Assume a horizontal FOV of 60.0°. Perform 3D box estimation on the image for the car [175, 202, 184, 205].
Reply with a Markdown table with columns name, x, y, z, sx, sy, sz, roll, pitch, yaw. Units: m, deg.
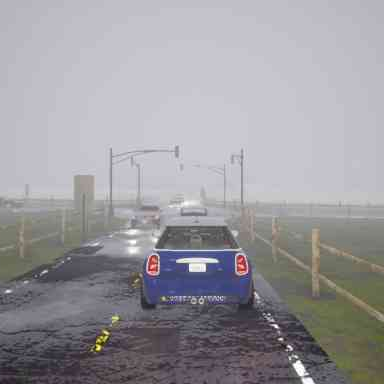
| name | x | y | z | sx | sy | sz | roll | pitch | yaw |
| --- | --- | --- | --- | --- | --- | --- | --- | --- | --- |
| car | 0.092 | 1.508 | 17.155 | 1.837 | 1.490 | 4.892 | 0 | 0 | 0 |

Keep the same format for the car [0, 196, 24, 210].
| name | x | y | z | sx | sy | sz | roll | pitch | yaw |
| --- | --- | --- | --- | --- | --- | --- | --- | --- | --- |
| car | -21.052 | 1.112 | 36.272 | 5.008 | 1.535 | 1.882 | 1 | 0 | 0 |

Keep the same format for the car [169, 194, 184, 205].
| name | x | y | z | sx | sy | sz | roll | pitch | yaw |
| --- | --- | --- | --- | --- | --- | --- | --- | --- | --- |
| car | -2.851 | 1.580 | 58.577 | 1.994 | 1.385 | 4.181 | 0 | 0 | 0 |

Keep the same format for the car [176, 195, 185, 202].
| name | x | y | z | sx | sy | sz | roll | pitch | yaw |
| --- | --- | --- | --- | --- | --- | --- | --- | --- | --- |
| car | -2.699 | 1.566 | 79.897 | 2.033 | 1.411 | 5.357 | 0 | 0 | 0 |

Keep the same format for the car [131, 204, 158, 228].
| name | x | y | z | sx | sy | sz | roll | pitch | yaw |
| --- | --- | --- | --- | --- | --- | --- | --- | --- | --- |
| car | -2.860 | 1.530 | 22.351 | 1.812 | 1.442 | 4.674 | 0 | 0 | 0 |

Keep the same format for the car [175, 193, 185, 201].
| name | x | y | z | sx | sy | sz | roll | pitch | yaw |
| --- | --- | --- | --- | --- | --- | --- | --- | --- | --- |
| car | -2.733 | 1.243 | 69.354 | 2.150 | 2.045 | 5.566 | 0 | 0 | 0 |

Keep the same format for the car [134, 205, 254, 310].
| name | x | y | z | sx | sy | sz | roll | pitch | yaw |
| --- | --- | --- | --- | --- | --- | --- | --- | --- | --- |
| car | 0.096 | 1.353 | 7.990 | 2.097 | 1.767 | 4.553 | 0 | 0 | 0 |
